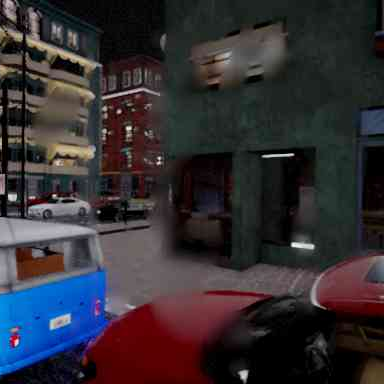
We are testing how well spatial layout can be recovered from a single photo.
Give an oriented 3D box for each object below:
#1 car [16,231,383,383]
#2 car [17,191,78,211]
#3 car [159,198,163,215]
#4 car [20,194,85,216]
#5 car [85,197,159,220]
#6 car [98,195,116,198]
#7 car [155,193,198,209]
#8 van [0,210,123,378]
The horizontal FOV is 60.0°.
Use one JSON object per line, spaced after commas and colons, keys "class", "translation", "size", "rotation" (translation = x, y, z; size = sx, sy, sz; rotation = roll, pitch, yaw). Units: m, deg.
{"class": "car", "translation": [1.416, 1.316, 1.854], "size": [5.009, 1.841, 2.192], "rotation": [0, 1, 36]}
{"class": "car", "translation": [-11.389, 0.864, 27.052], "size": [2.192, 1.841, 5.009], "rotation": [2, 2, 35]}
{"class": "car", "translation": [-1.357, 1.171, 26.769], "size": [1.802, 1.307, 4.206], "rotation": [2, 2, 35]}
{"class": "car", "translation": [-9.822, 1.125, 24.810], "size": [1.812, 1.442, 4.674], "rotation": [1, 1, 35]}
{"class": "car", "translation": [-4.559, 1.236, 22.211], "size": [1.947, 1.339, 4.313], "rotation": [2, 2, 35]}
{"class": "car", "translation": [-8.190, 1.012, 31.617], "size": [1.887, 1.381, 4.507], "rotation": [2, 2, 35]}
{"class": "car", "translation": [-1.644, 0.884, 36.440], "size": [2.128, 1.511, 4.902], "rotation": [1, 1, 35]}
{"class": "van", "translation": [-3.084, 1.304, 5.064], "size": [3.998, 1.788, 1.690], "rotation": [0, 1, 36]}
